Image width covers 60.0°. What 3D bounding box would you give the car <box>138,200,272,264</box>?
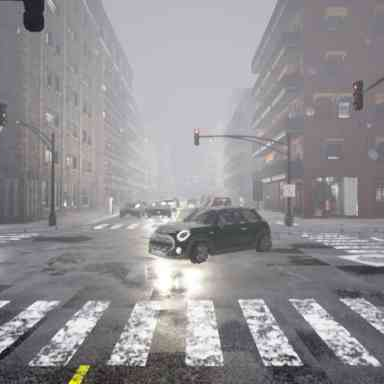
[{"bbox_3d":[0.709,1.306,11.663,4.553,1.767,2.097,1,-1,-39],"label":"car"}]

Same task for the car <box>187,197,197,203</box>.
[{"bbox_3d":[-0.008,1.669,70.384,1.994,1.385,4.181,0,0,0],"label":"car"}]

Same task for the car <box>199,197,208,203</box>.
[{"bbox_3d":[2.502,1.712,74.672,1.802,1.307,4.206,1,0,0],"label":"car"}]

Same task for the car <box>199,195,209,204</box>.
[{"bbox_3d":[2.509,1.541,69.112,1.967,1.590,4.097,1,0,0],"label":"car"}]

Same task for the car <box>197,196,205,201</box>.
[{"bbox_3d":[2.485,1.793,91.363,1.947,1.339,4.313,1,0,0],"label":"car"}]

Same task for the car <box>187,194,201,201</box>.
[{"bbox_3d":[0.040,1.551,60.150,2.128,1.511,4.902,0,0,0],"label":"car"}]

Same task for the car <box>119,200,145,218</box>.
[{"bbox_3d":[-5.329,1.570,30.136,1.947,1.339,4.313,1,0,0],"label":"car"}]

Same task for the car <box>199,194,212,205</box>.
[{"bbox_3d":[2.517,1.388,63.549,2.192,1.841,5.009,1,0,0],"label":"car"}]

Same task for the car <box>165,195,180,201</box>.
[{"bbox_3d":[-2.808,1.554,50.463,1.812,1.442,4.674,0,0,0],"label":"car"}]

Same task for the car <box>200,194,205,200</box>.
[{"bbox_3d":[2.543,1.326,41.314,2.192,1.841,5.009,1,0,0],"label":"car"}]

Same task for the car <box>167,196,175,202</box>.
[{"bbox_3d":[-5.390,1.745,85.759,2.008,1.369,4.403,1,0,0],"label":"car"}]

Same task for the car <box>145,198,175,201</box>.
[{"bbox_3d":[-2.873,1.568,30.371,1.994,1.385,4.181,0,0,0],"label":"car"}]

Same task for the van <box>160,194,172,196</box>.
[{"bbox_3d":[-5.362,1.414,63.504,1.690,1.788,3.998,1,0,0],"label":"van"}]

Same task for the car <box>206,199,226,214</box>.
[{"bbox_3d":[2.546,1.532,35.919,1.752,1.417,4.829,1,0,0],"label":"car"}]

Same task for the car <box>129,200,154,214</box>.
[{"bbox_3d":[-5.335,1.573,35.697,1.947,1.339,4.313,1,0,0],"label":"car"}]

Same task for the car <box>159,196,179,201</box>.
[{"bbox_3d":[-2.867,1.536,40.261,1.812,1.442,4.674,0,0,0],"label":"car"}]

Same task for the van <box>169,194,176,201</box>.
[{"bbox_3d":[-5.392,1.568,91.325,1.690,1.788,3.998,1,0,0],"label":"van"}]

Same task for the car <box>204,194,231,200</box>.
[{"bbox_3d":[2.555,1.320,30.190,2.192,1.841,5.009,1,0,0],"label":"car"}]
